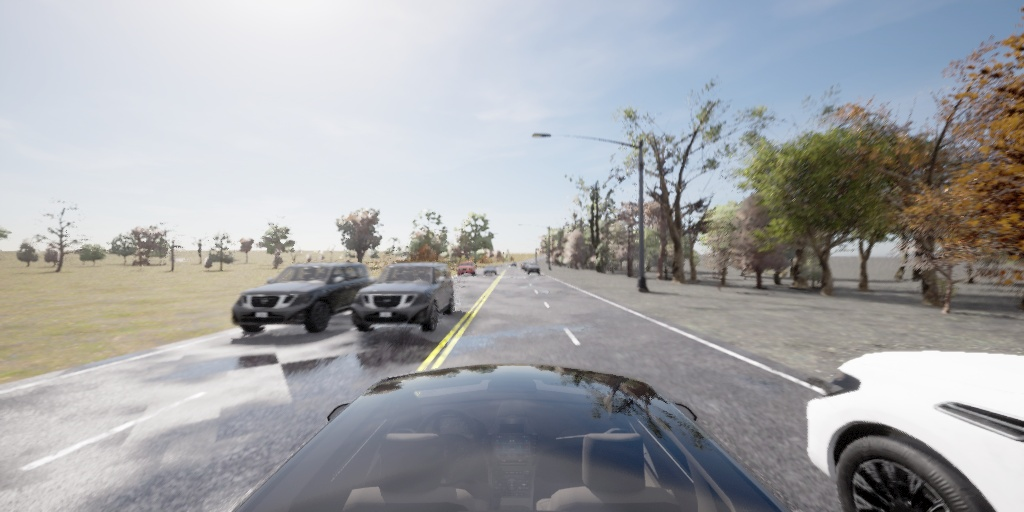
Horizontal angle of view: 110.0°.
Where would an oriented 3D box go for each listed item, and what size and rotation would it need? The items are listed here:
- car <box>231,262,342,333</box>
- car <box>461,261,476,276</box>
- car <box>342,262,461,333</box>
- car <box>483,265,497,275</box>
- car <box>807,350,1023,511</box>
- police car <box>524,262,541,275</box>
[{"bbox_3d":[-6.587,1.239,12.207,2.150,2.045,5.566,0,-1,0],"label":"car"},{"bbox_3d":[-6.506,1.819,52.162,2.150,2.045,5.566,0,-1,1],"label":"car"},{"bbox_3d":[-3.337,1.230,12.229,2.150,2.045,5.566,0,-1,0],"label":"car"},{"bbox_3d":[-3.251,2.124,53.629,1.812,1.442,4.674,-2,-2,1],"label":"car"},{"bbox_3d":[3.387,0.989,0.396,2.150,2.045,5.566,1,-1,0],"label":"car"},{"bbox_3d":[3.299,2.016,54.856,1.930,1.638,5.238,0,-1,0],"label":"police car"}]
